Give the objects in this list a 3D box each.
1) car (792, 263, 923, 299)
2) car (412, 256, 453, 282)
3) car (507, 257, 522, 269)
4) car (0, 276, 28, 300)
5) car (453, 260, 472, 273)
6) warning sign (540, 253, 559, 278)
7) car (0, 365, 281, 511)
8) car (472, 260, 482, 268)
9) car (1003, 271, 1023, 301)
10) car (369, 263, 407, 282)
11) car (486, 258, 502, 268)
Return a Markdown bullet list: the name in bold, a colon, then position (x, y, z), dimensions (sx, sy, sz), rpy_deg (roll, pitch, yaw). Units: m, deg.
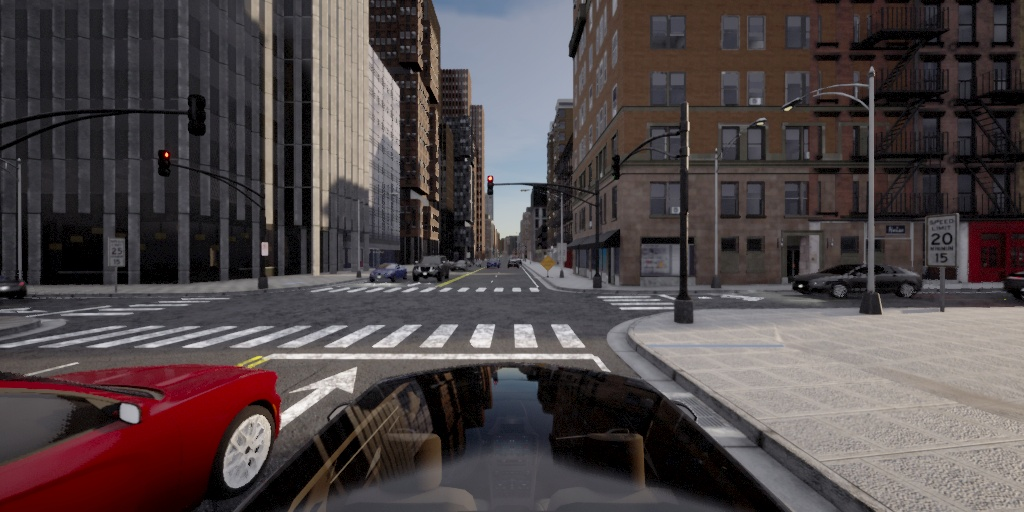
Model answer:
- **car**: position (15.511, 1.096, 16.240), dimensions (4.892, 1.490, 1.837), rpy_deg (-1, 0, 0)
- **car**: position (-6.546, 0.975, 29.498), dimensions (2.150, 2.045, 5.566), rpy_deg (0, 0, -1)
- **car**: position (0.193, 1.270, 58.752), dimensions (1.837, 1.490, 4.892), rpy_deg (0, 0, 0)
- **car**: position (-25.689, 1.495, 16.748), dimensions (4.181, 1.385, 1.994), rpy_deg (-1, 0, 1)
- **car**: position (-6.488, 1.262, 44.907), dimensions (1.837, 1.490, 4.892), rpy_deg (0, 0, 0)
- **warning sign**: position (2.917, 0.868, 29.148), dimensions (1.300, 1.860, 1.060), rpy_deg (0, 0, 0)
- **car**: position (-3.154, 1.228, 1.434), dimensions (1.882, 1.535, 5.008), rpy_deg (0, -1, 0)
- **car**: position (-6.346, 1.376, 63.322), dimensions (1.994, 1.385, 4.181), rpy_deg (0, 0, 0)
- **car**: position (21.821, 1.048, 13.509), dimensions (4.902, 1.511, 2.128), rpy_deg (0, 0, 0)
- **car**: position (-9.783, 1.278, 28.743), dimensions (1.812, 1.442, 4.674), rpy_deg (0, 0, 0)
- **car**: position (-3.050, 1.117, 59.502), dimensions (2.097, 1.767, 4.553), rpy_deg (0, 0, 1)
